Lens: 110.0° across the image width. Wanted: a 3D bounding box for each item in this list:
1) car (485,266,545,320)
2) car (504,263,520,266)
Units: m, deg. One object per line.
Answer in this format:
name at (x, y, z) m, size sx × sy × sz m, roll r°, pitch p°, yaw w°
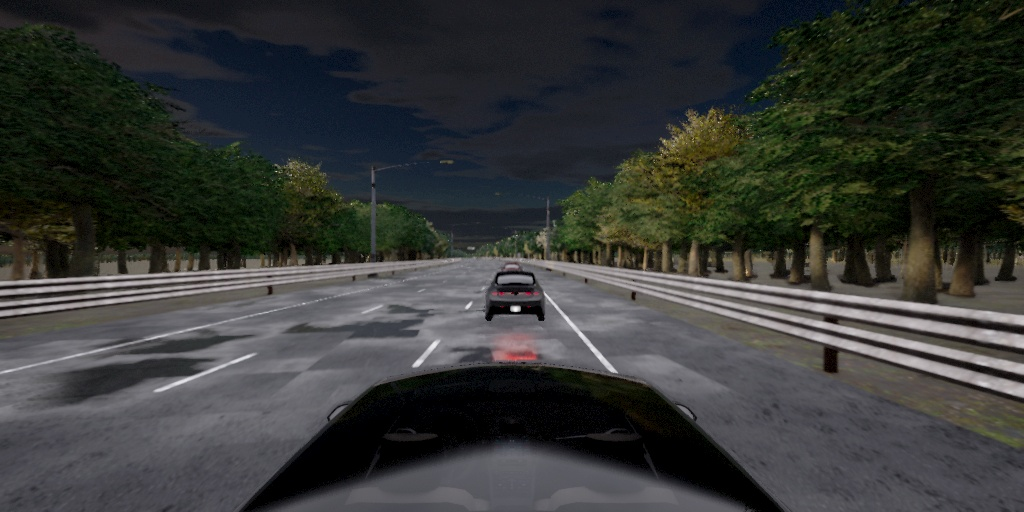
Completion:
car at (0.102, 1.263, 12.654) m, size 1.837 × 1.490 × 4.892 m, roll 0°, pitch 0°, yaw 0°
car at (-0.024, 1.299, 30.521) m, size 1.812 × 1.442 × 4.674 m, roll 0°, pitch 0°, yaw -1°
